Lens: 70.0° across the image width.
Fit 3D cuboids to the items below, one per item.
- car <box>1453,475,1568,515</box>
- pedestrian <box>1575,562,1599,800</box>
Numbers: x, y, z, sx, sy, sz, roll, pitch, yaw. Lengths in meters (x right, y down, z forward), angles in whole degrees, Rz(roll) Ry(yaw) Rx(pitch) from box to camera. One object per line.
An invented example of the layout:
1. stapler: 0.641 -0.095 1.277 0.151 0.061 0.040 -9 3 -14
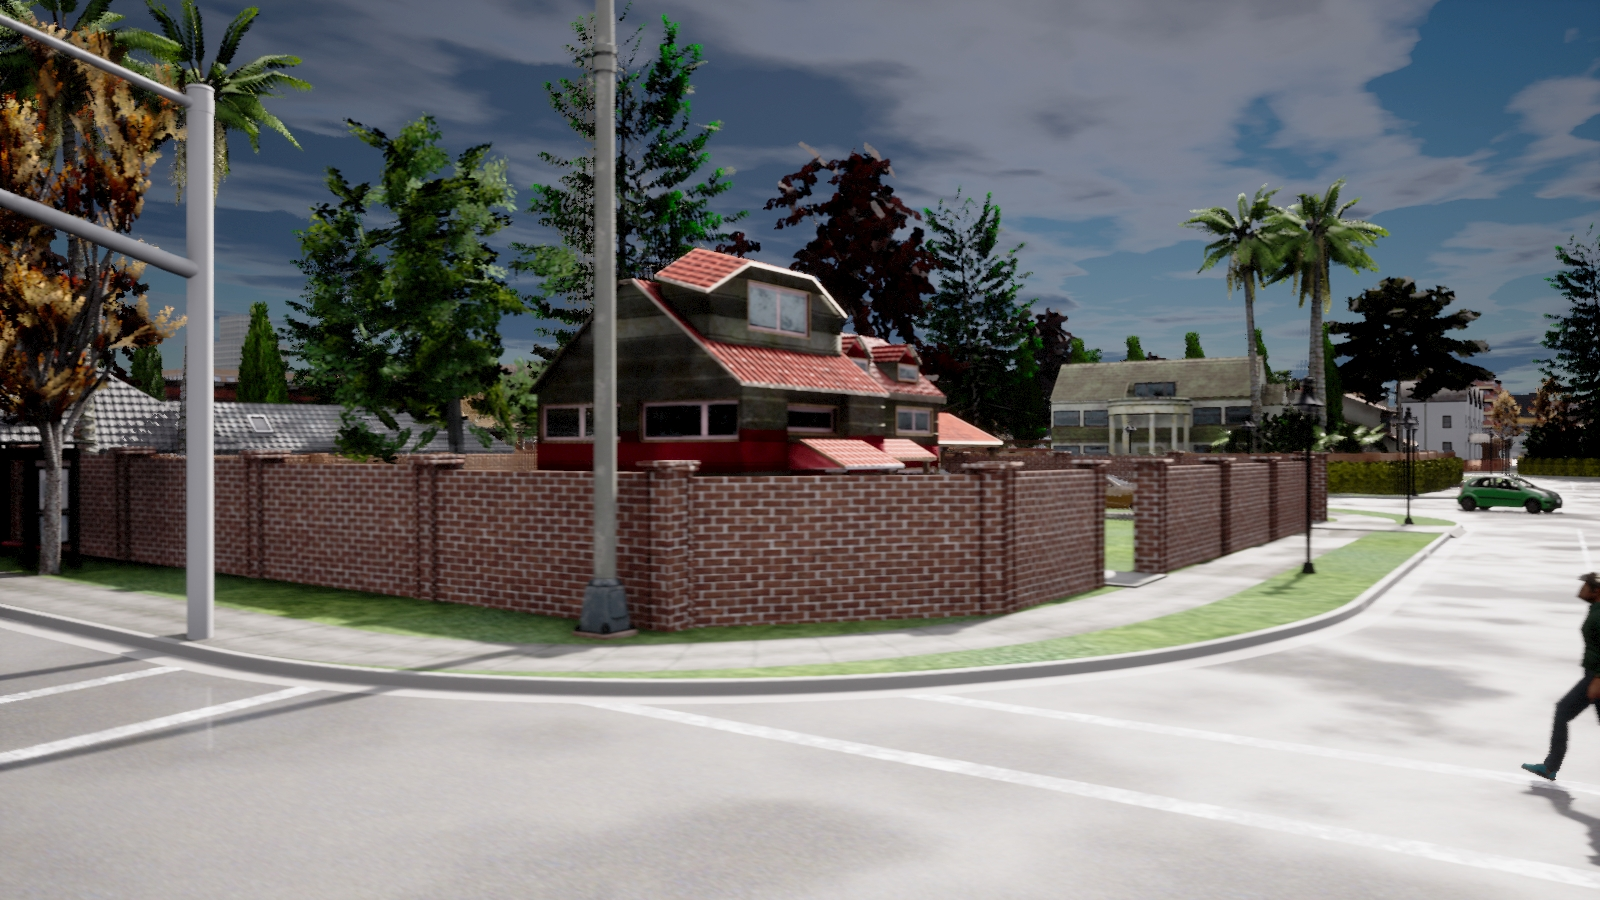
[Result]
1. car: 32.138 1.988 51.761 1.851 1.617 3.988 0 0 -35
2. pedestrian: 6.522 1.860 9.233 0.375 1.860 0.375 0 0 26
